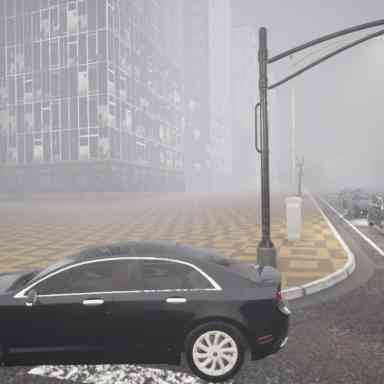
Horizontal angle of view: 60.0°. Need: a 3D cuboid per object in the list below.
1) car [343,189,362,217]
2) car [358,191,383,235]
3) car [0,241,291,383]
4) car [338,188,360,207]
[{"bbox_3d":[10.964,0.759,20.757,1.994,1.385,4.181,-1,2,17],"label":"car"},{"bbox_3d":[8.937,0.928,14.456,2.128,1.511,4.902,-1,2,18],"label":"car"},{"bbox_3d":[-1.121,1.505,4.786,4.892,1.490,1.837,0,0,0],"label":"car"},{"bbox_3d":[12.938,0.453,26.828,2.128,1.511,4.902,-1,2,18],"label":"car"}]
